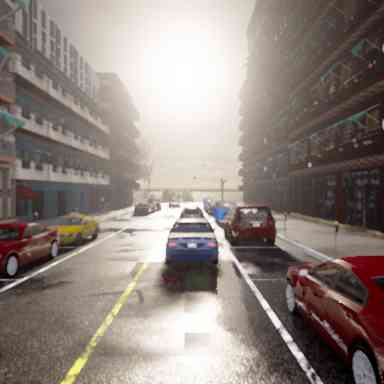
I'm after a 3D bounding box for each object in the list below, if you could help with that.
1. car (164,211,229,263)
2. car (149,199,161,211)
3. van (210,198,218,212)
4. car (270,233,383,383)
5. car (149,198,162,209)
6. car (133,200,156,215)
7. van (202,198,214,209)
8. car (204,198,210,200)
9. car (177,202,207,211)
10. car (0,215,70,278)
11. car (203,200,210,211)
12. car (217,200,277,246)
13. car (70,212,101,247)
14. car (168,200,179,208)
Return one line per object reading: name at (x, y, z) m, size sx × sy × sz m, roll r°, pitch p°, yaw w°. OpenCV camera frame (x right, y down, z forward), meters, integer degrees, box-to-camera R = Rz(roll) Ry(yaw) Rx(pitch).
car at (0.007, 1.673, 12.511) m, size 2.033 × 1.411 × 5.357 m, roll 0°, pitch -1°, yaw 0°
car at (-5.703, 1.977, 44.472) m, size 2.008 × 1.369 × 4.403 m, roll -1°, pitch -1°, yaw 0°
van at (2.675, 1.611, 27.528) m, size 1.690 × 1.788 × 3.998 m, roll -1°, pitch -1°, yaw 0°
car at (2.678, 1.595, 4.867) m, size 1.887 × 1.381 × 4.507 m, roll -1°, pitch -1°, yaw 0°
car at (-5.706, 1.791, 50.138) m, size 2.192 × 1.841 × 5.009 m, roll -1°, pitch -1°, yaw 0°
car at (-5.703, 1.919, 38.807) m, size 1.887 × 1.381 × 4.507 m, roll -1°, pitch -1°, yaw 0°
van at (2.674, 1.866, 55.851) m, size 1.690 × 1.788 × 3.998 m, roll -1°, pitch 0°, yaw 0°
car at (2.676, 1.866, 44.522) m, size 1.967 × 1.590 × 4.097 m, roll -1°, pitch -1°, yaw 0°
car at (0.016, 1.843, 28.449) m, size 1.994 × 1.385 × 4.181 m, roll 0°, pitch 0°, yaw 1°
car at (-5.702, 1.651, 10.479) m, size 1.887 × 1.381 × 4.507 m, roll -1°, pitch -1°, yaw 0°
car at (2.678, 1.925, 38.856) m, size 2.008 × 1.369 × 4.403 m, roll -1°, pitch -1°, yaw 0°
car at (2.674, 1.476, 16.199) m, size 2.192 × 1.841 × 5.009 m, roll -1°, pitch -1°, yaw 0°
car at (-5.703, 1.685, 15.976) m, size 1.752 × 1.417 × 4.829 m, roll -1°, pitch -1°, yaw 0°
car at (-3.065, 2.087, 57.519) m, size 2.033 × 1.411 × 5.357 m, roll 0°, pitch 0°, yaw 1°
